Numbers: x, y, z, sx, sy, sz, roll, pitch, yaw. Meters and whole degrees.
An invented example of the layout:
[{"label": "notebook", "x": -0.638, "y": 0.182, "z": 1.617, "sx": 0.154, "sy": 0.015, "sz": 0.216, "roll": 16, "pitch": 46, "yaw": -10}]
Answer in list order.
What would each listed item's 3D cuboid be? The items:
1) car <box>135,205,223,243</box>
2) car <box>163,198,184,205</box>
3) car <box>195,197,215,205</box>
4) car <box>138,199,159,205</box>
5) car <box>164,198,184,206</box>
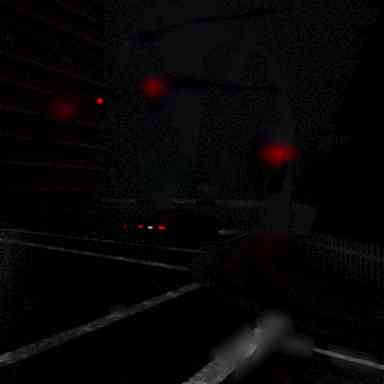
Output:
[{"label": "car", "x": -0.450, "y": 1.584, "z": 16.406, "sx": 2.033, "sy": 1.411, "sz": 5.357, "roll": -1, "pitch": 0, "yaw": 32}, {"label": "car", "x": -3.738, "y": 1.865, "z": 66.065, "sx": 1.812, "sy": 1.442, "sz": 4.674, "roll": 0, "pitch": 0, "yaw": -38}, {"label": "car", "x": 2.120, "y": 1.586, "z": 55.251, "sx": 2.097, "sy": 1.767, "sz": 4.553, "roll": 0, "pitch": 0, "yaw": -21}, {"label": "car", "x": -8.870, "y": 1.983, "z": 66.772, "sx": 4.718, "sy": 1.301, "sz": 1.895, "roll": -1, "pitch": 0, "yaw": 44}, {"label": "car", "x": -3.049, "y": 1.816, "z": 58.206, "sx": 1.812, "sy": 1.442, "sz": 4.674, "roll": 0, "pitch": 0, "yaw": -28}]
